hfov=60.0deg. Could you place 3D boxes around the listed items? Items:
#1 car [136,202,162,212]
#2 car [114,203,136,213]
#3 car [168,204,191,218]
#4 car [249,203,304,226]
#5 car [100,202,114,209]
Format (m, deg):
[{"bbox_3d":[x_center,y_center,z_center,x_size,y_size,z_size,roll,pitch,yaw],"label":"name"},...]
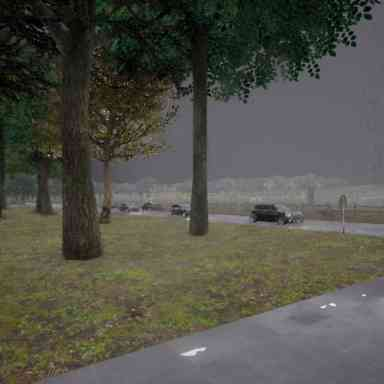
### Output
[{"bbox_3d":[-6.354,2.308,51.131,1.837,1.490,4.892,-1,0,-35],"label":"car"},{"bbox_3d":[-9.652,2.387,50.798,1.837,1.490,4.892,-1,-1,-35],"label":"car"},{"bbox_3d":[-1.021,2.122,38.405,1.837,1.490,4.892,-1,0,-35],"label":"car"},{"bbox_3d":[6.838,1.721,27.190,2.097,1.767,4.553,-1,0,-35],"label":"car"},{"bbox_3d":[-16.540,2.652,65.651,2.033,1.411,5.357,-1,0,-35],"label":"car"}]
